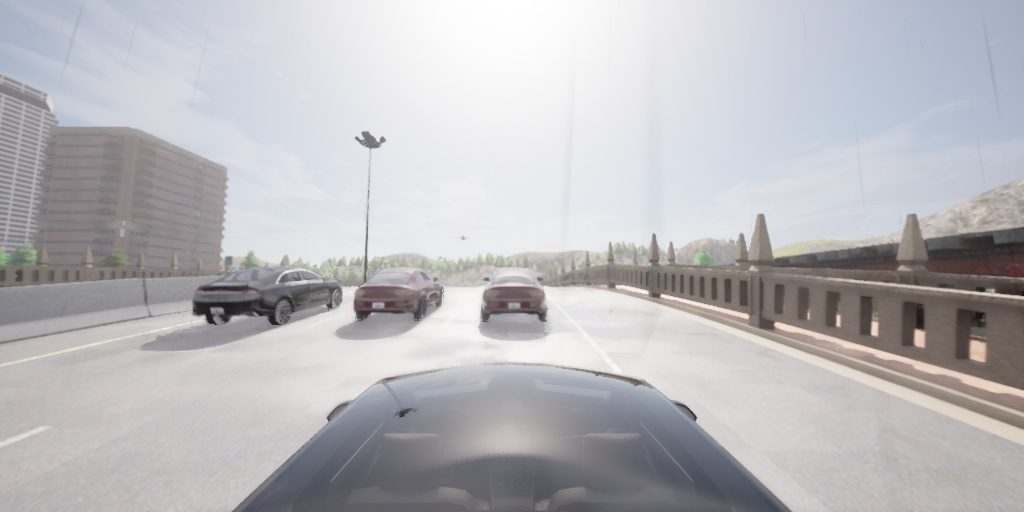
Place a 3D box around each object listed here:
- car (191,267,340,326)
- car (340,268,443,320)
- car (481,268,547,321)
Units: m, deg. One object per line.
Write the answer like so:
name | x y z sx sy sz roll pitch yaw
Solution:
car | -6.949 1.077 10.863 2.128 1.511 4.902 0 0 0
car | -3.452 1.110 11.524 1.812 1.442 4.674 0 0 0
car | 0.048 1.109 11.438 1.812 1.442 4.674 0 0 0
